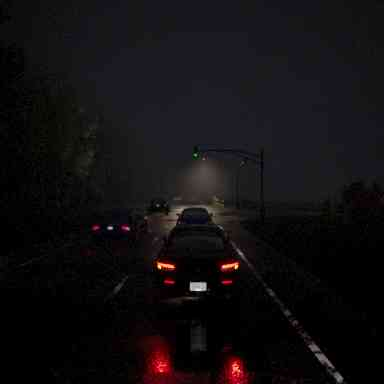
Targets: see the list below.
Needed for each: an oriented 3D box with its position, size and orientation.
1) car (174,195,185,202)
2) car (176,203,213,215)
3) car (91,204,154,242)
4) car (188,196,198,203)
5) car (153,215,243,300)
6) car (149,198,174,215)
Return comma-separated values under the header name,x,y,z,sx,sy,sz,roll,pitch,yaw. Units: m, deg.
name,x,y,z,sx,sy,sz,roll,pitch,yaw
car,-3.308,1.597,77.121,1.895,1.301,4.718,0,0,0
car,0.140,1.530,17.271,1.812,1.442,4.674,0,0,0
car,-3.354,1.551,16.239,2.033,1.411,5.357,0,0,0
car,0.226,1.551,63.345,2.033,1.411,5.357,0,0,0
car,0.119,1.528,8.251,1.812,1.442,4.674,0,0,0
car,-3.315,1.358,34.256,2.097,1.767,4.553,0,0,0
